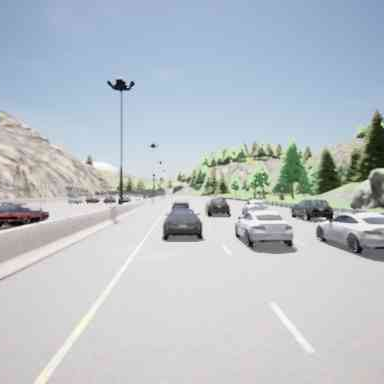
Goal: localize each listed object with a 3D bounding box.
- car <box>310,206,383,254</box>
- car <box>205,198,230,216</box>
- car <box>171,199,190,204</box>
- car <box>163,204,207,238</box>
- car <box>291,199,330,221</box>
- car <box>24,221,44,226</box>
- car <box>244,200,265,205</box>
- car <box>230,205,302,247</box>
[{"bbox_3d":[6.675,1.518,13.354,1.812,1.442,4.674,0,0,-2],"label":"car"},{"bbox_3d":[2.431,1.362,32.465,2.097,1.767,4.553,0,0,-2],"label":"car"},{"bbox_3d":[-1.184,1.510,35.300,2.128,1.511,4.902,0,0,-2],"label":"car"},{"bbox_3d":[-0.492,1.573,17.646,1.994,1.385,4.181,0,0,-2],"label":"car"},{"bbox_3d":[9.646,1.344,27.157,2.097,1.767,4.553,0,0,-2],"label":"car"},{"bbox_3d":[-11.381,1.636,22.459,1.895,1.301,4.718,0,0,-2],"label":"car"},{"bbox_3d":[5.975,1.528,31.457,1.812,1.442,4.674,0,0,-2],"label":"car"},{"bbox_3d":[3.114,1.526,14.958,1.812,1.442,4.674,0,0,-2],"label":"car"}]
